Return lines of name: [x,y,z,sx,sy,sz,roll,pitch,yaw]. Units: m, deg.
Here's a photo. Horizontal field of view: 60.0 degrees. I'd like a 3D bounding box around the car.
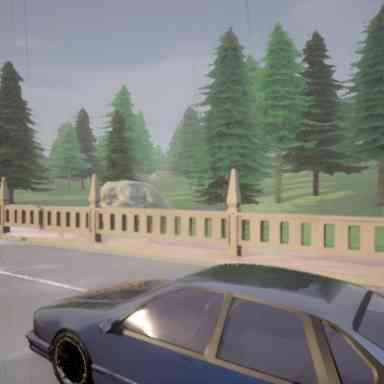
car: [0.515,1.532,3.483,5.357,1.411,2.033,0,0,34]
